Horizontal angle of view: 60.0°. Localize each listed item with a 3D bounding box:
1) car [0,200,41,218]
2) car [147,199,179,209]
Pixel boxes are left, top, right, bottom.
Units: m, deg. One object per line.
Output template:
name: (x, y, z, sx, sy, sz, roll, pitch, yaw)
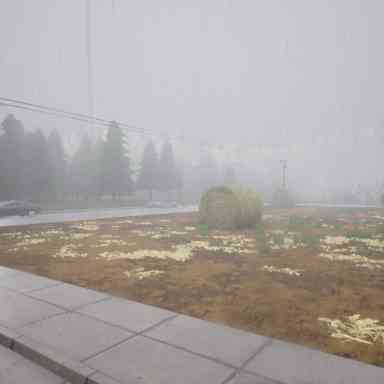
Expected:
car: (-15.884, 1.530, 29.186, 1.837, 1.490, 4.892, 0, 0, 37)
car: (-3.955, 1.627, 45.273, 1.895, 1.301, 4.718, 0, 0, 37)
